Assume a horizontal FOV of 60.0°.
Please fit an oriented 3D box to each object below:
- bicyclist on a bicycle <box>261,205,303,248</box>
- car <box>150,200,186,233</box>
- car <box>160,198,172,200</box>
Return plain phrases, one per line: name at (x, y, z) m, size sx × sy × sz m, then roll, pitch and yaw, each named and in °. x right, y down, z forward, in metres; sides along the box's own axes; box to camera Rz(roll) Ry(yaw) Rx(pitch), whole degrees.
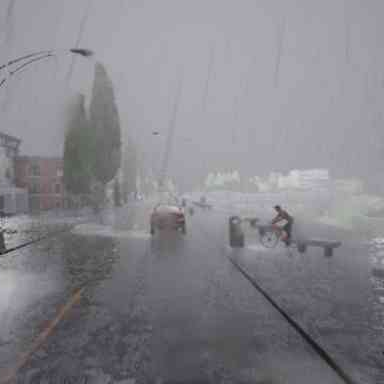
bicyclist on a bicycle at (3.371, 1.304, 12.488) m, size 1.656 × 1.620 × 0.582 m, roll -1°, pitch 0°, yaw -5°
car at (-1.422, 1.478, 19.615) m, size 1.882 × 1.535 × 5.008 m, roll -1°, pitch 0°, yaw -5°
car at (-3.819, 1.567, 48.857) m, size 1.994 × 1.385 × 4.181 m, roll -1°, pitch 0°, yaw -5°
